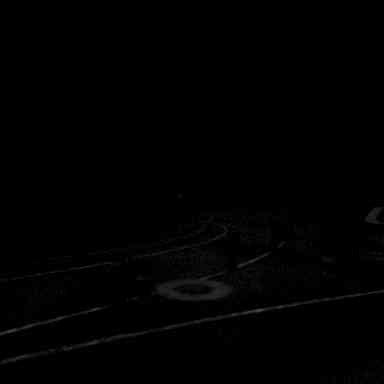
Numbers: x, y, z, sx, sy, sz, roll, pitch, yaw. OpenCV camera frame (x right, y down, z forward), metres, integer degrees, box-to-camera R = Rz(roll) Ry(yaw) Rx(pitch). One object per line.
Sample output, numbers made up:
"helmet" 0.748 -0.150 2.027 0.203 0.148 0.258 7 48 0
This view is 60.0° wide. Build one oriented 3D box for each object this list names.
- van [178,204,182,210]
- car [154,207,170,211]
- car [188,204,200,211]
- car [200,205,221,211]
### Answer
"van" -1.782 4.062 84.552 1.878 1.987 4.442 2 -4 -35
"car" -8.002 4.951 93.501 2.002 1.452 4.674 2 -4 -35
"car" 1.418 3.997 79.936 2.163 1.488 4.792 2 -4 -35
"car" 4.562 3.694 75.437 2.002 1.452 4.674 3 -5 -35
